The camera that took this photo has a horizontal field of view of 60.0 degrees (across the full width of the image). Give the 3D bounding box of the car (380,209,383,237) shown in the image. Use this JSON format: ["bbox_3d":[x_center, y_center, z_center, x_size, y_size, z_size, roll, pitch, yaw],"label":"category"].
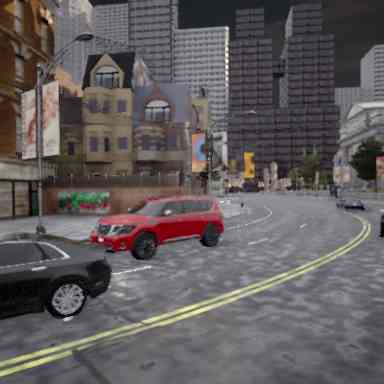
[{"bbox_3d":[10.432,1.302,16.417,1.882,1.535,5.008,0,0,32],"label":"car"}]

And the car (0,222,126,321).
[{"bbox_3d":[-3.849,1.525,5.772,4.892,1.490,1.837,-1,1,-37],"label":"car"}]

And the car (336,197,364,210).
[{"bbox_3d":[17.328,1.233,36.703,1.994,1.385,4.181,-1,0,10],"label":"car"}]

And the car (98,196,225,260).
[{"bbox_3d":[-1.045,1.185,12.767,2.150,2.045,5.566,0,0,44],"label":"car"}]
